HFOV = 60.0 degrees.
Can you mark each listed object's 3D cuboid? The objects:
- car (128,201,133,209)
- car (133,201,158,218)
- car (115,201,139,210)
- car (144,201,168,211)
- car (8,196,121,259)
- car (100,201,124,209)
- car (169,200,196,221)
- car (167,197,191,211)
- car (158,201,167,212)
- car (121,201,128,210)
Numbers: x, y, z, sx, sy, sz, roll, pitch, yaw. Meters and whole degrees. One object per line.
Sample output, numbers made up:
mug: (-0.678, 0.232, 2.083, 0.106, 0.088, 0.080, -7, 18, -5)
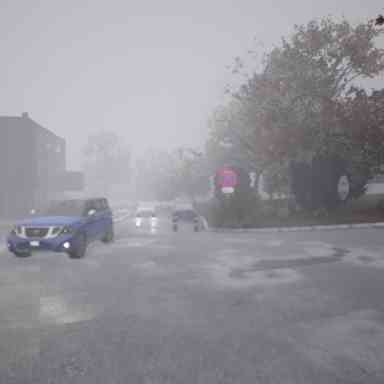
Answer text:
car: (-8.487, 2.219, 56.666, 2.231, 1.521, 4.892, -1, -1, -35)
car: (-4.635, 1.826, 33.823, 1.812, 1.442, 4.674, 0, -1, -6)
car: (-12.010, 2.372, 61.116, 2.097, 1.535, 5.008, -1, 0, -41)
car: (-5.729, 2.124, 51.798, 2.097, 1.535, 5.008, 0, -1, -27)
car: (-4.678, 1.205, 12.918, 2.150, 2.045, 5.566, 0, 0, 3)
car: (-15.841, 2.576, 65.547, 4.892, 1.521, 2.231, -4, -2, 42)
car: (-0.685, 1.711, 29.359, 2.097, 1.535, 5.008, 0, -1, -1)
car: (-1.052, 1.556, 35.346, 2.435, 2.045, 5.566, 0, -1, -7)
car: (-3.518, 2.023, 46.501, 2.231, 1.521, 4.892, 0, -1, -18)
car: (-13.200, 2.418, 57.140, 1.994, 1.385, 4.181, -1, -1, -35)
